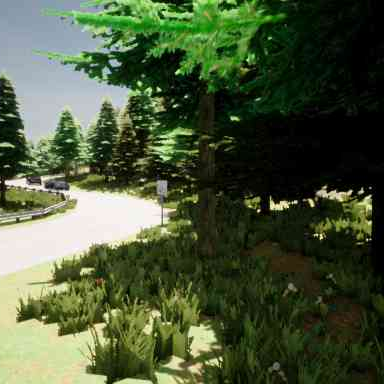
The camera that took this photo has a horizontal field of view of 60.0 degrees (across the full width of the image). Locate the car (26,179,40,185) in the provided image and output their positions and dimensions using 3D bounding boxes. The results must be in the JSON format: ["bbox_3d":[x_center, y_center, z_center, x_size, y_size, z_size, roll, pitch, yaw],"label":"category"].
[{"bbox_3d":[-25.392,-1.912,53.410,1.837,1.490,4.892,0,5,-33],"label":"car"}]

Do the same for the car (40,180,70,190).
[{"bbox_3d":[-18.773,-0.986,46.136,4.181,1.385,1.994,6,4,40],"label":"car"}]
